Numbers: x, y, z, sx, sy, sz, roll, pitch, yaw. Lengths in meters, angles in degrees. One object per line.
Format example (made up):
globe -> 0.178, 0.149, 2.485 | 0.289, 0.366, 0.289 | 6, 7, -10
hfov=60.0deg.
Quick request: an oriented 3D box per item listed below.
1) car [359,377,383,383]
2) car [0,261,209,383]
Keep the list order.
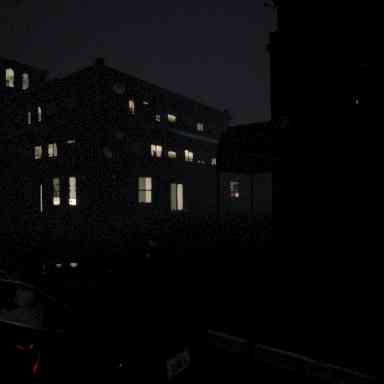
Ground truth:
car -> 2.706, 1.544, 0.960 | 4.507, 1.381, 1.887 | 0, -1, 35
car -> -1.811, 1.567, 4.178 | 4.313, 1.339, 1.947 | 0, -1, 35
